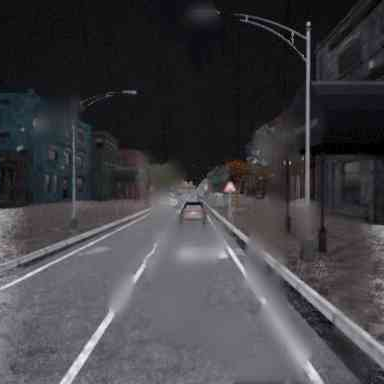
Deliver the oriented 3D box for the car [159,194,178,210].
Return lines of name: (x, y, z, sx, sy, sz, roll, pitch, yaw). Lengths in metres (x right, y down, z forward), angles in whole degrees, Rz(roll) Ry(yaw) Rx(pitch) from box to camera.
car: (-3.076, 1.317, 44.731, 2.150, 2.045, 5.566, 0, 0, 0)

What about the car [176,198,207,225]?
car: (0.102, 1.514, 24.898, 2.033, 1.649, 4.856, 0, 0, 0)

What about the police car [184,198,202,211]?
police car: (0.104, 1.559, 42.308, 2.038, 1.542, 4.974, 0, -2, 0)
